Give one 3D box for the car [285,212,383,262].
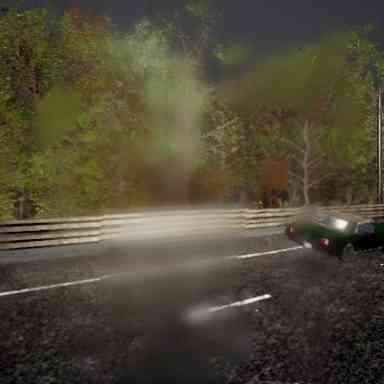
[{"bbox_3d":[5.624,1.465,12.126,4.718,1.301,1.895,0,11,-36],"label":"car"}]
